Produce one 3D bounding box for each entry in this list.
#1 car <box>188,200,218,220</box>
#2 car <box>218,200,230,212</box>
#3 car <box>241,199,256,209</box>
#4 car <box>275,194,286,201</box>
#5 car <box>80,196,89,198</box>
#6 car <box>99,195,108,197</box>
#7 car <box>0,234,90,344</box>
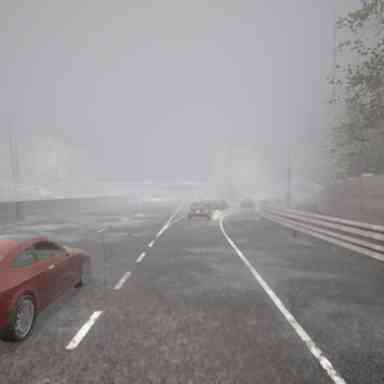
[{"bbox_3d":[0.824,1.549,28.481,2.033,1.411,5.357,0,0,8],"label":"car"},{"bbox_3d":[3.336,1.686,40.579,2.033,1.411,5.357,1,-2,16],"label":"car"},{"bbox_3d":[10.104,1.945,57.842,2.097,1.767,4.553,0,-1,26],"label":"car"},{"bbox_3d":[22.829,1.794,86.637,1.882,1.535,5.008,0,3,20],"label":"car"},{"bbox_3d":[-24.508,1.605,75.468,1.895,1.301,4.718,0,0,0],"label":"car"},{"bbox_3d":[-24.510,1.550,91.748,2.128,1.511,4.902,0,0,0],"label":"car"},{"bbox_3d":[-3.404,1.525,6.286,1.812,1.442,4.674,0,0,0],"label":"car"}]
